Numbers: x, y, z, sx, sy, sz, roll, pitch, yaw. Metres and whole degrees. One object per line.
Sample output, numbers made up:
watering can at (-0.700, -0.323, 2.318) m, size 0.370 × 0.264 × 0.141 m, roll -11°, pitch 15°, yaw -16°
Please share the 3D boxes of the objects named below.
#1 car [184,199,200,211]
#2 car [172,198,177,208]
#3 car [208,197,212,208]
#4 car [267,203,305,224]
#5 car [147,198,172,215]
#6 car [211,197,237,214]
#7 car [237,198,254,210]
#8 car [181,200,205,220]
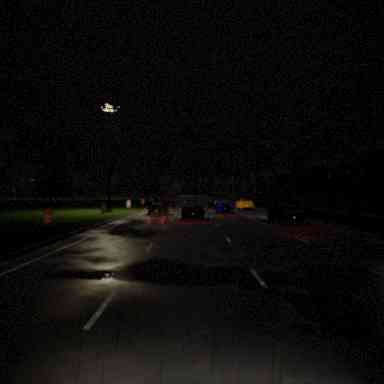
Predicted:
car at (0.039, 1.674, 42.562) m, size 1.994 × 1.385 × 4.181 m, roll 0°, pitch 0°, yaw 1°
car at (-3.506, 1.658, 51.133) m, size 1.812 × 1.442 × 4.674 m, roll 0°, pitch 0°, yaw 0°
car at (3.500, 1.481, 50.572) m, size 2.097 × 1.767 × 4.553 m, roll 0°, pitch 0°, yaw 0°
car at (7.096, 1.557, 25.429) m, size 2.128 × 1.511 × 4.902 m, roll 0°, pitch 0°, yaw 0°
car at (-3.418, 1.615, 34.417) m, size 1.812 × 1.442 × 4.674 m, roll 0°, pitch 0°, yaw 0°
car at (3.536, 1.574, 37.382) m, size 1.882 × 1.535 × 5.008 m, roll 0°, pitch 0°, yaw 1°
car at (7.078, 1.593, 45.029) m, size 1.882 × 1.535 × 5.008 m, roll 0°, pitch 0°, yaw 0°
car at (0.071, 1.552, 28.645) m, size 1.882 × 1.535 × 5.008 m, roll 0°, pitch 0°, yaw 0°
